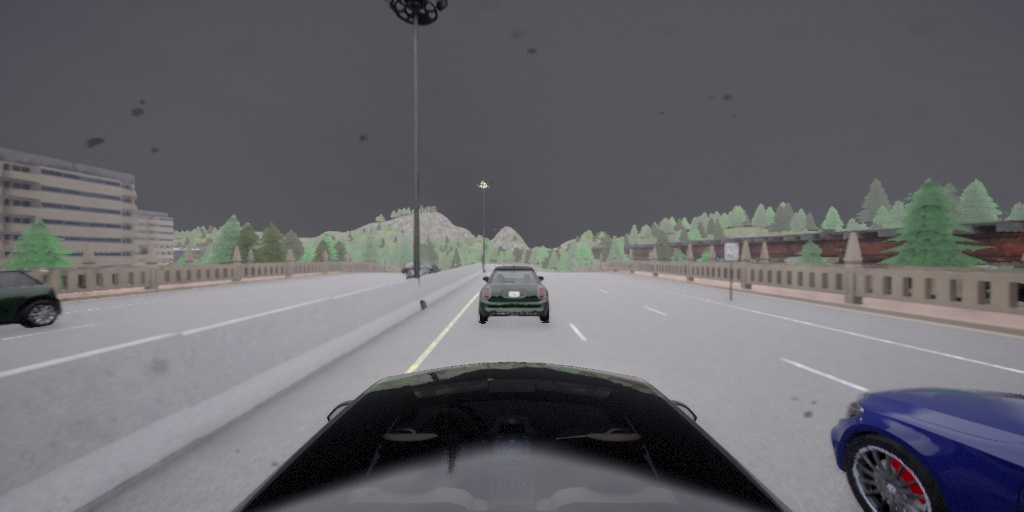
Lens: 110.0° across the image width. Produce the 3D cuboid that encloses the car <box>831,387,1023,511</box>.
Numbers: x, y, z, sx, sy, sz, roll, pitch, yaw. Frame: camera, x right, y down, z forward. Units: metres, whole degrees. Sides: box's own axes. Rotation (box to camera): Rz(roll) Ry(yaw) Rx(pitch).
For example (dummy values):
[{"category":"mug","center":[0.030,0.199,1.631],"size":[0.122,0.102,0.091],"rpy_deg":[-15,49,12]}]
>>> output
[{"category":"car","center":[3.546,1.272,0.990],"size":[1.812,1.442,4.674],"rpy_deg":[0,0,1]}]

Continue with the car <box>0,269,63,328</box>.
[{"category":"car","center":[-14.119,1.119,8.397],"size":[2.097,1.767,4.553],"rpy_deg":[0,0,0]}]

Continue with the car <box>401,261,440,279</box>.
[{"category":"car","center":[-7.187,1.260,29.478],"size":[2.128,1.511,4.902],"rpy_deg":[0,0,0]}]

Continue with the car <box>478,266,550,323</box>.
[{"category":"car","center":[0.056,1.106,12.317],"size":[2.097,1.767,4.553],"rpy_deg":[0,0,0]}]

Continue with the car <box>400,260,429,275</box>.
[{"category":"car","center":[-10.715,1.271,39.681],"size":[1.882,1.535,5.008],"rpy_deg":[0,-1,0]}]
